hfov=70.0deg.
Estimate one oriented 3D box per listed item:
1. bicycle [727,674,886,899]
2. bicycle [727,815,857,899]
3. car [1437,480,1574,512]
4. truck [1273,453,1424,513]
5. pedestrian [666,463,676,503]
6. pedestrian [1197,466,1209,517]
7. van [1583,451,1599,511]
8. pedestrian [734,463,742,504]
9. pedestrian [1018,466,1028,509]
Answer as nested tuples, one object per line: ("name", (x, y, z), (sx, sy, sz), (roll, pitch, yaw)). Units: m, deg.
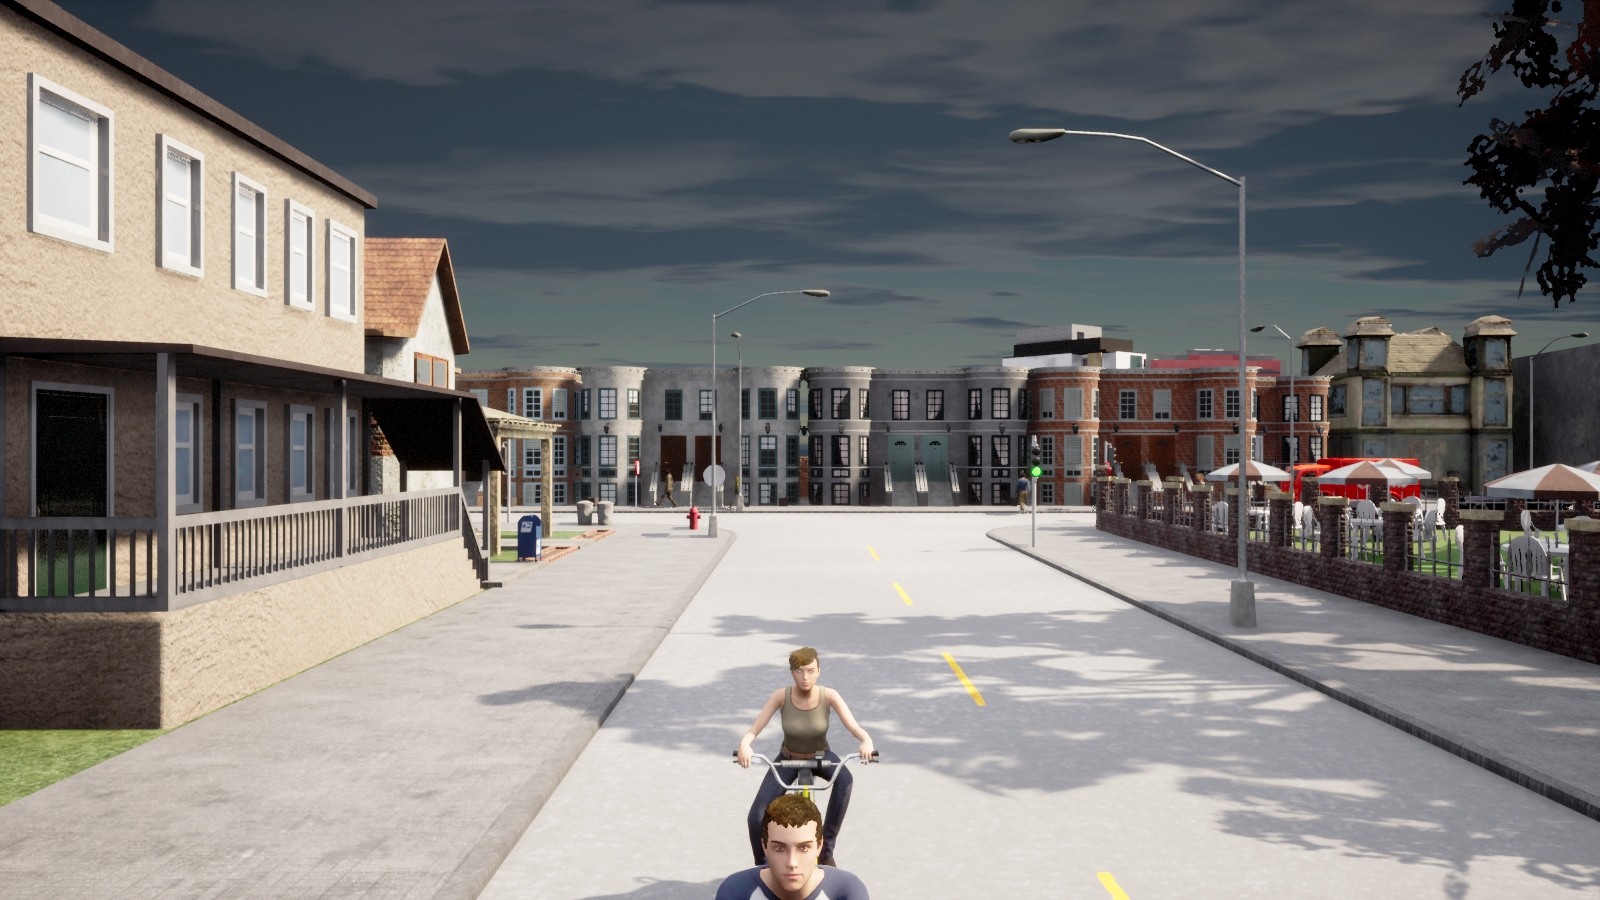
("bicycle", (0.033, 2.040, 6.906), (0.859, 1.080, 1.487), (0, 0, 0))
("bicycle", (-0.022, 1.938, 3.212), (0.373, 1.296, 1.643), (0, 0, 0))
("car", (30.125, 1.955, 48.889), (4.718, 1.301, 1.895), (0, 0, 0))
("truck", (23.374, 1.365, 48.875), (5.204, 2.467, 2.627), (0, 0, 0))
("pedestrian", (-6.001, 1.546, 53.128), (0.375, 1.860, 0.375), (0, 0, 3))
("pedestrian", (14.933, 1.533, 42.341), (0.375, 1.860, 0.375), (0, 0, 25))
("van", (37.194, 1.334, 48.909), (5.915, 2.561, 1.988), (0, 0, 1))
("pedestrian", (-2.845, 1.546, 52.391), (0.375, 1.860, 0.375), (0, 0, -4))
("pedestrian", (9.732, 1.649, 49.811), (0.375, 1.860, 0.375), (0, 0, 0))
